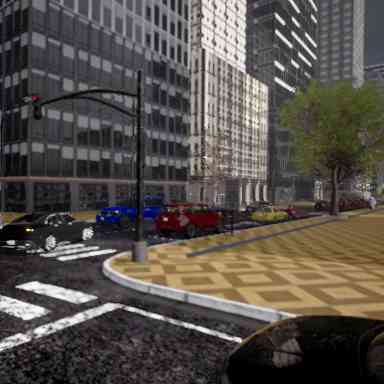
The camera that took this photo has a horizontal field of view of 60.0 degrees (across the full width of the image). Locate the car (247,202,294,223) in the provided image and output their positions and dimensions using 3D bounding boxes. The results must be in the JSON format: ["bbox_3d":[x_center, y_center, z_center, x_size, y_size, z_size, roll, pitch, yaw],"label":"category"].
[{"bbox_3d":[6.825,1.861,28.661,1.752,1.417,4.829,0,0,36],"label":"car"}]

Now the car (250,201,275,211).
[{"bbox_3d":[10.040,1.926,47.103,1.947,1.339,4.313,0,0,36],"label":"car"}]

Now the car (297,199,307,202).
[{"bbox_3d":[19.996,2.025,60.566,1.752,1.417,4.829,0,0,36],"label":"car"}]

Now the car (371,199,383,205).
[{"bbox_3d":[43.612,2.431,78.409,1.802,1.307,4.206,0,0,36],"label":"car"}]

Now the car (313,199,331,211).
[{"bbox_3d":[19.780,2.040,50.528,1.812,1.442,4.674,1,0,36],"label":"car"}]

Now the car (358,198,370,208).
[{"bbox_3d":[30.200,1.981,60.270,2.192,1.841,5.009,0,0,36],"label":"car"}]

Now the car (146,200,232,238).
[{"bbox_3d":[0.019,1.550,19.456,2.192,1.841,5.009,0,0,36],"label":"car"}]

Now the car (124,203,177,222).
[{"bbox_3d":[-3.471,1.690,28.834,1.752,1.417,4.829,0,0,36],"label":"car"}]

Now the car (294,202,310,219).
[{"bbox_3d":[10.077,1.965,33.060,1.802,1.307,4.206,0,0,36],"label":"car"}]

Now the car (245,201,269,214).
[{"bbox_3d":[8.096,1.844,40.081,1.837,1.490,4.892,1,0,37],"label":"car"}]

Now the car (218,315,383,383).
[{"bbox_3d":[2.437,1.504,1.954,4.892,1.490,1.837,0,0,36],"label":"car"}]

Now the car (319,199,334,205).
[{"bbox_3d":[30.152,2.190,74.302,2.008,1.369,4.403,0,0,36],"label":"car"}]

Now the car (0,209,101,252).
[{"bbox_3d":[-6.217,1.647,14.792,1.837,1.490,4.892,-3,-1,12],"label":"car"}]

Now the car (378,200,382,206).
[{"bbox_3d":[40.260,2.244,73.875,1.967,1.590,4.097,0,0,36],"label":"car"}]

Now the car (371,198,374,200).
[{"bbox_3d":[33.552,2.257,64.805,1.887,1.381,4.507,0,0,36],"label":"car"}]

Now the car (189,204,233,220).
[{"bbox_3d":[1.864,1.850,31.685,1.895,1.301,4.718,1,0,37],"label":"car"}]

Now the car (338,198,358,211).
[{"bbox_3d":[23.493,1.888,51.200,2.192,1.841,5.009,0,0,36],"label":"car"}]

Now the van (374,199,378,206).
[{"bbox_3d":[36.907,2.099,69.340,1.690,1.788,3.998,0,0,36],"label":"van"}]

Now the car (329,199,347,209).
[{"bbox_3d":[25.749,2.075,58.599,1.882,1.535,5.008,1,0,36],"label":"car"}]

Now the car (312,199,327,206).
[{"bbox_3d":[26.801,2.175,69.768,1.802,1.307,4.206,0,0,36],"label":"car"}]

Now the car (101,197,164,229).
[{"bbox_3d":[-4.089,1.383,23.619,2.150,2.045,5.566,1,0,38],"label":"car"}]
